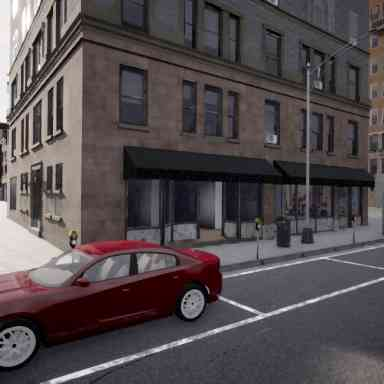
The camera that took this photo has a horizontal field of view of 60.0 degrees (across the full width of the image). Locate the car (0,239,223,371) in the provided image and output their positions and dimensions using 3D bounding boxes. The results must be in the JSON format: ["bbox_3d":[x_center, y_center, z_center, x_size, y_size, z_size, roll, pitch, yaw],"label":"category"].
[{"bbox_3d":[-1.518,1.545,5.672,4.507,1.381,1.887,0,1,-35],"label":"car"}]
